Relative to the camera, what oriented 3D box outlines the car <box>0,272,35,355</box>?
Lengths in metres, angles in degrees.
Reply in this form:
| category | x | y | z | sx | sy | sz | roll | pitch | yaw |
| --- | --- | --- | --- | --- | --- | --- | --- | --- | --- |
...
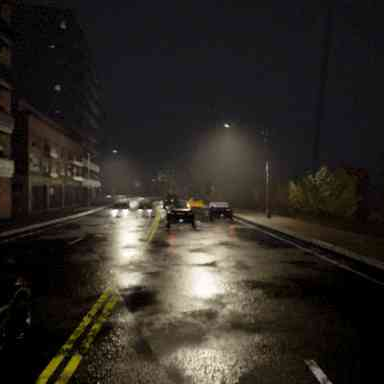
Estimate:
| category | x | y | z | sx | sy | sz | roll | pitch | yaw |
| --- | --- | --- | --- | --- | --- | --- | --- | --- | --- |
| car | -3.413 | 1.566 | 3.517 | 1.994 | 1.385 | 4.181 | 0 | 0 | -2 |

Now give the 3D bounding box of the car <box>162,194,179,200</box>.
| category | x | y | z | sx | sy | sz | roll | pitch | yaw |
| --- | --- | --- | --- | --- | --- | --- | --- | --- | --- |
| car | -2.931 | 1.288 | 46.565 | 2.150 | 2.045 | 5.566 | 0 | 0 | -7 |

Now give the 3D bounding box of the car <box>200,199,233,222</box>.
| category | x | y | z | sx | sy | sz | roll | pitch | yaw |
| --- | --- | --- | --- | --- | --- | --- | --- | --- | --- |
| car | 2.108 | 1.544 | 27.184 | 2.128 | 1.511 | 4.902 | 0 | 0 | -4 |

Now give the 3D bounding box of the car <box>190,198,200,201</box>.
| category | x | y | z | sx | sy | sz | roll | pitch | yaw |
| --- | --- | --- | --- | --- | --- | --- | --- | --- | --- |
| car | 0.422 | 1.546 | 45.049 | 1.882 | 1.535 | 5.008 | 0 | 0 | -6 |

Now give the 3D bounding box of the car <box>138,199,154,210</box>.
| category | x | y | z | sx | sy | sz | roll | pitch | yaw |
| --- | --- | --- | --- | --- | --- | --- | --- | --- | --- |
| car | -6.192 | 1.608 | 44.826 | 2.033 | 1.411 | 5.357 | 0 | 0 | -6 |

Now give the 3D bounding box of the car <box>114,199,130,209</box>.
| category | x | y | z | sx | sy | sz | roll | pitch | yaw |
| --- | --- | --- | --- | --- | --- | --- | --- | --- | --- |
| car | -9.562 | 1.659 | 45.679 | 1.895 | 1.301 | 4.718 | 0 | 0 | -6 |

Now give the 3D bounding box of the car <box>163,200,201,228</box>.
| category | x | y | z | sx | sy | sz | roll | pitch | yaw |
| --- | --- | --- | --- | --- | --- | --- | --- | --- | --- |
| car | -0.815 | 1.532 | 22.605 | 2.128 | 1.511 | 4.902 | 0 | 0 | -4 |
